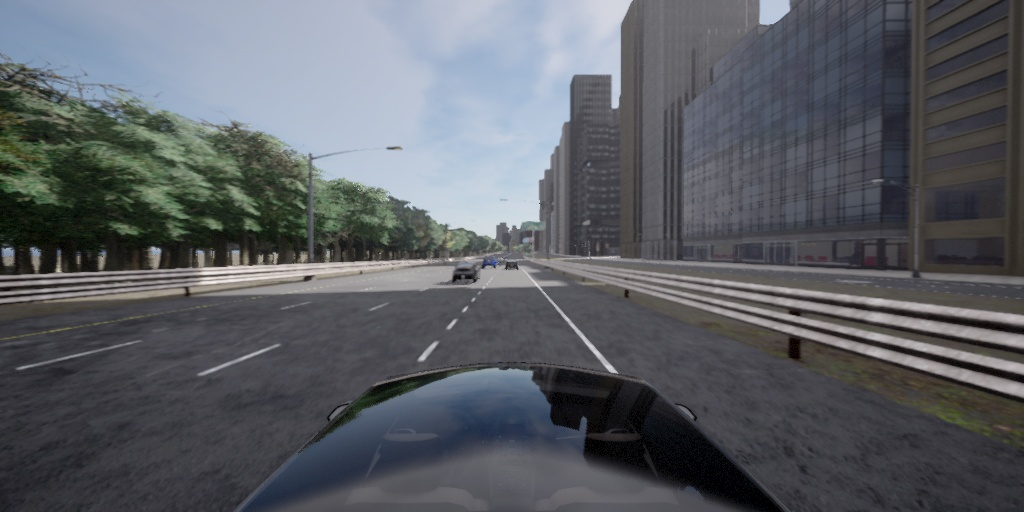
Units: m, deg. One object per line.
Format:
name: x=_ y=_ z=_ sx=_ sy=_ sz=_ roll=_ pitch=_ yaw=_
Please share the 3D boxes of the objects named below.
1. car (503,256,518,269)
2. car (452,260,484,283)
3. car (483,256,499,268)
car: x=-0.049 y=1.237 z=57.332 sx=1.882 sy=1.535 sz=5.008 roll=0 pitch=0 yaw=0
car: x=-3.536 y=1.267 z=28.351 sx=1.837 sy=1.490 sz=4.892 roll=0 pitch=0 yaw=0
car: x=-3.664 y=0.981 z=59.311 sx=2.150 sy=2.045 sz=5.566 roll=0 pitch=0 yaw=0
